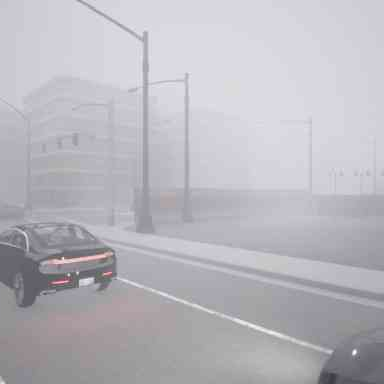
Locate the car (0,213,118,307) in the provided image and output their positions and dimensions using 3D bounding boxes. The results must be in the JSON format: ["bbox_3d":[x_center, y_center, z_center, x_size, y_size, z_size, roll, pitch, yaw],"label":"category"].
[{"bbox_3d":[-3.666,1.492,8.089,2.128,1.511,4.902,0,0,-43],"label":"car"}]

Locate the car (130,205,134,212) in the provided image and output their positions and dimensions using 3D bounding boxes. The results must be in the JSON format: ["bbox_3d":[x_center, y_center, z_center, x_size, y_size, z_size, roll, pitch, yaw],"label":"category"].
[{"bbox_3d":[-4.705,1.563,36.537,4.181,1.385,1.994,0,0,-44],"label":"car"}]

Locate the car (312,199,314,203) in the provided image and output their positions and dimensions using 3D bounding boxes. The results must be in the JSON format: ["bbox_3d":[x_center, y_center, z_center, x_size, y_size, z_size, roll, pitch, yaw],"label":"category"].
[{"bbox_3d":[20.427,1.568,60.894,5.357,1.411,2.033,0,0,-44],"label":"car"}]

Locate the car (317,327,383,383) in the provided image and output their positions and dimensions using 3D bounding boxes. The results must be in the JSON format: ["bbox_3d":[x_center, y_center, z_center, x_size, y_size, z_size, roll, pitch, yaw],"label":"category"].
[{"bbox_3d":[3.157,1.505,1.611,4.892,1.490,1.837,0,0,38],"label":"car"}]

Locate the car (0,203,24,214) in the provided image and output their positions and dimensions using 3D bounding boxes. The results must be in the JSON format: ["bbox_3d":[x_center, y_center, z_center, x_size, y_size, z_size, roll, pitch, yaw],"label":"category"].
[{"bbox_3d":[-15.133,1.536,25.457,1.994,1.385,4.181,0,0,38],"label":"car"}]
